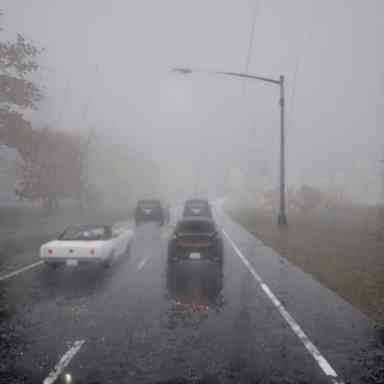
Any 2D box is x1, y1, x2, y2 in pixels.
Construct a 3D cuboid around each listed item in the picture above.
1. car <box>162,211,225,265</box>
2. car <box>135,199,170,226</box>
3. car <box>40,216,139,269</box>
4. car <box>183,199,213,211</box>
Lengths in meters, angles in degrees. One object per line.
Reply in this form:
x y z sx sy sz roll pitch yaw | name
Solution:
0.158 1.667 12.297 1.837 1.490 4.892 0 0 1 | car
-3.033 1.565 26.290 2.150 2.045 5.566 0 0 2 | car
-3.359 1.753 11.710 1.895 1.301 4.718 0 -1 1 | car
0.466 1.564 26.202 2.150 2.045 5.566 0 0 2 | car
